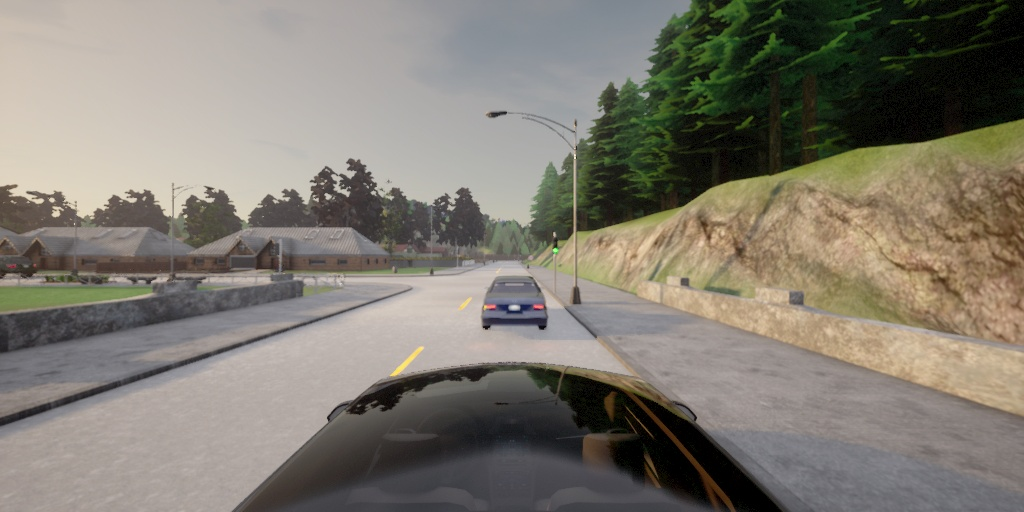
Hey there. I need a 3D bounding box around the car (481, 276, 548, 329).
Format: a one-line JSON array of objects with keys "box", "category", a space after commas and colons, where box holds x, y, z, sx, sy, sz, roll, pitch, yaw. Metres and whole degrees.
[{"box": [0.075, 1.324, 11.340, 2.033, 1.411, 5.357, 0, 0, 0], "category": "car"}]

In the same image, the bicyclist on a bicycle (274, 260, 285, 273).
[{"box": [-24.140, 1.197, 37.233, 0.582, 1.620, 1.656, 0, 0, 0], "category": "bicyclist on a bicycle"}]

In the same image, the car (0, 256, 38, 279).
[{"box": [-47.355, 1.057, 32.999, 5.566, 2.045, 2.150, 0, 0, 1], "category": "car"}]
